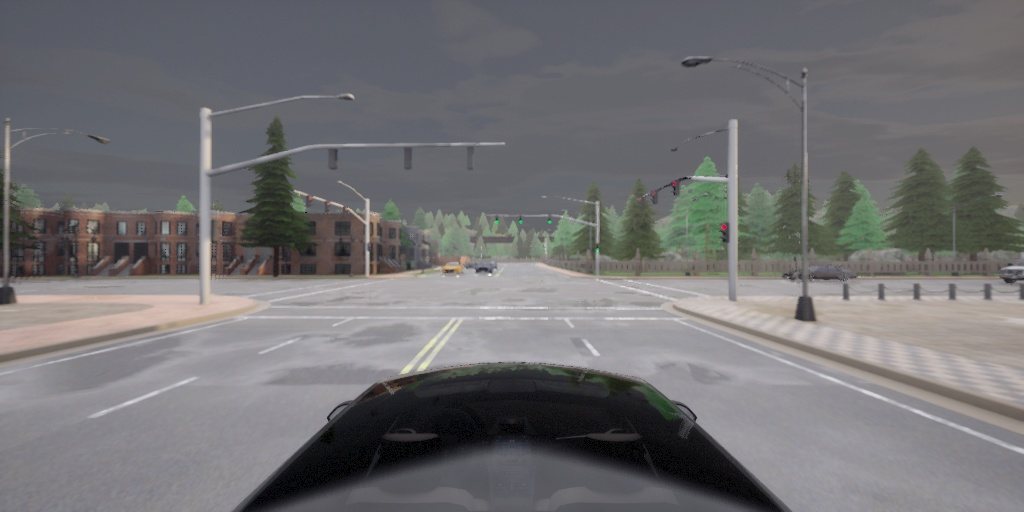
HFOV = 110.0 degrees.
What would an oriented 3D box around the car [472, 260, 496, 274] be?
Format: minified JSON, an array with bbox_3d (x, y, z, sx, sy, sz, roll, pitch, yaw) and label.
[{"bbox_3d":[-3.577,1.357,46.723,2.097,1.767,4.553,0,0,0],"label":"car"}]

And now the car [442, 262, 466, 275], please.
[{"bbox_3d":[-7.086,1.462,43.202,1.882,1.535,5.008,0,0,0],"label":"car"}]

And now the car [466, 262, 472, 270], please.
[{"bbox_3d":[-7.013,1.661,63.020,1.994,1.385,4.181,0,0,0],"label":"car"}]

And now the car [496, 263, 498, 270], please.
[{"bbox_3d":[-3.513,1.622,62.828,1.812,1.442,4.674,0,-1,0],"label":"car"}]

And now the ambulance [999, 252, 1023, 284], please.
[{"bbox_3d":[41.246,0.924,27.203,6.366,2.431,2.351,0,0,0],"label":"ambulance"}]

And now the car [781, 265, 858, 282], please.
[{"bbox_3d":[26.351,1.463,30.810,5.357,1.411,2.033,0,0,0],"label":"car"}]
